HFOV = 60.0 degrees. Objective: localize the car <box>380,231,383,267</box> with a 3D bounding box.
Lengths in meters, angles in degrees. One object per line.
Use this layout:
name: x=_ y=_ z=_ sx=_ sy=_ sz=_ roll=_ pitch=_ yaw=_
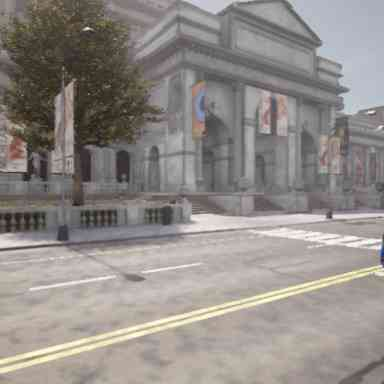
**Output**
car: x=7.160 y=1.234 z=8.712 sx=5.566 sy=2.045 sz=2.150 roll=0 pitch=0 yaw=-35
